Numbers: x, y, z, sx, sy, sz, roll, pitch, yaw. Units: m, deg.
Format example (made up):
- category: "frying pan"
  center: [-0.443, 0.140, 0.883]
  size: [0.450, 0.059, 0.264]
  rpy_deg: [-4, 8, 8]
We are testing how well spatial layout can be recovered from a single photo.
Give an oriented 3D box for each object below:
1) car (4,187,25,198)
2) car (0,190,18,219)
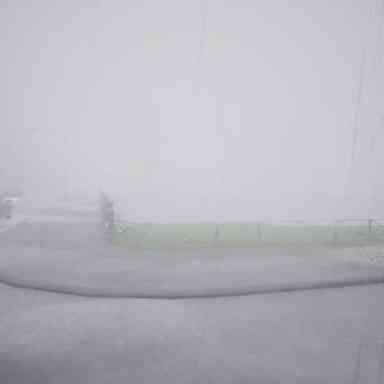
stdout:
- category: "car"
  center: [-21.856, 0.047, 40.784]
  size: [1.994, 1.385, 4.181]
  rpy_deg: [0, 2, -16]
- category: "car"
  center: [-10.747, 0.834, 17.268]
  size: [1.837, 1.490, 4.892]
  rpy_deg: [0, 2, -16]
